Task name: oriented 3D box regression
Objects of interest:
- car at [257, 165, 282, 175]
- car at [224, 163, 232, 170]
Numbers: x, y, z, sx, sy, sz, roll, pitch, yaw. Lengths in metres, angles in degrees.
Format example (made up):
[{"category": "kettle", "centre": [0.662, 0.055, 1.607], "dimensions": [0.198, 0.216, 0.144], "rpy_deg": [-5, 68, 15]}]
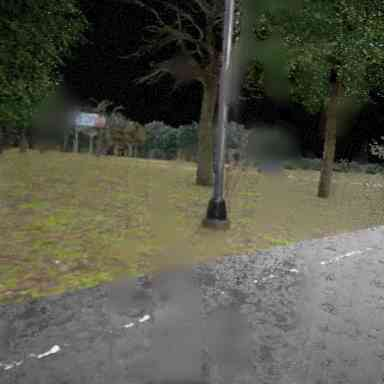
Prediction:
[{"category": "car", "centre": [16.751, -4.807, 71.431], "dimensions": [2.150, 2.045, 5.566], "rpy_deg": [1, 6, -41]}, {"category": "car", "centre": [7.624, -6.426, 82.062], "dimensions": [2.097, 1.767, 4.553], "rpy_deg": [1, 7, -41]}]
